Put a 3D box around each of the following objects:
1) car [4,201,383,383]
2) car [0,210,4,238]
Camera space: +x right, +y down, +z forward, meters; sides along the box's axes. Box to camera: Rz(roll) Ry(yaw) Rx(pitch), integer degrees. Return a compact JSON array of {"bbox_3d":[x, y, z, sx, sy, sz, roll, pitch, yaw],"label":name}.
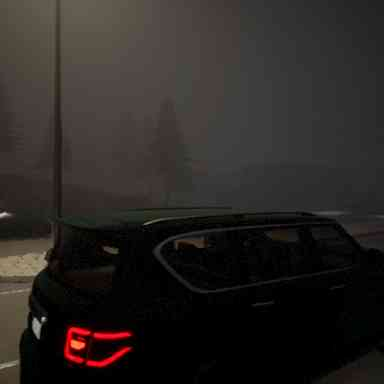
[{"bbox_3d":[0.876,1.228,4.353,5.566,2.045,2.150,0,0,-35],"label":"car"},{"bbox_3d":[-9.058,1.554,15.959,4.181,1.385,1.994,0,0,-35],"label":"car"}]
